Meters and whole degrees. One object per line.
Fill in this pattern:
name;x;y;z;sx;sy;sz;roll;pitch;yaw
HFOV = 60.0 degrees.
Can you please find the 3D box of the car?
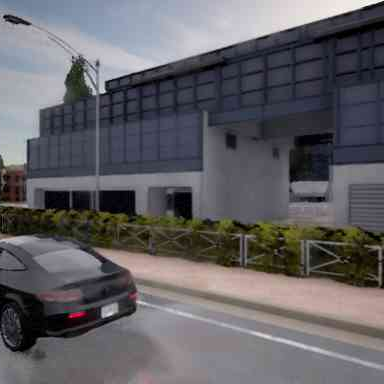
car;-3.047;1.529;6.148;4.674;1.442;1.812;0;0;36
